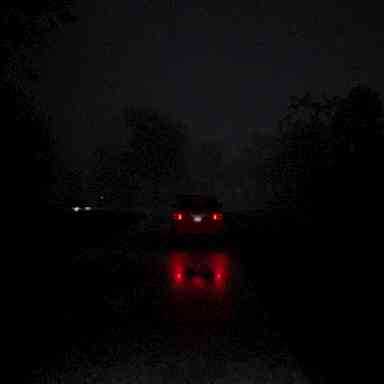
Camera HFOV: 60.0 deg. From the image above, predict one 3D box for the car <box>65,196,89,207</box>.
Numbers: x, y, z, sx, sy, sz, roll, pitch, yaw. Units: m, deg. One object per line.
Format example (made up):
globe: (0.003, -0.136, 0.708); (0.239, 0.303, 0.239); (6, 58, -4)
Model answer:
car: (-15.768, 1.269, 45.344); (1.837, 1.490, 4.892); (0, 0, -40)

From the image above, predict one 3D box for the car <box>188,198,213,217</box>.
car: (0.879, 1.324, 29.985); (1.882, 1.535, 5.008); (0, 0, 5)

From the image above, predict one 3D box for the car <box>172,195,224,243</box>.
car: (0.269, 1.144, 15.731); (2.150, 2.045, 5.566); (0, 0, 1)

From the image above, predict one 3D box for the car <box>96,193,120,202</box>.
car: (-15.916, 1.018, 63.061); (2.097, 1.767, 4.553); (0, 0, 39)
